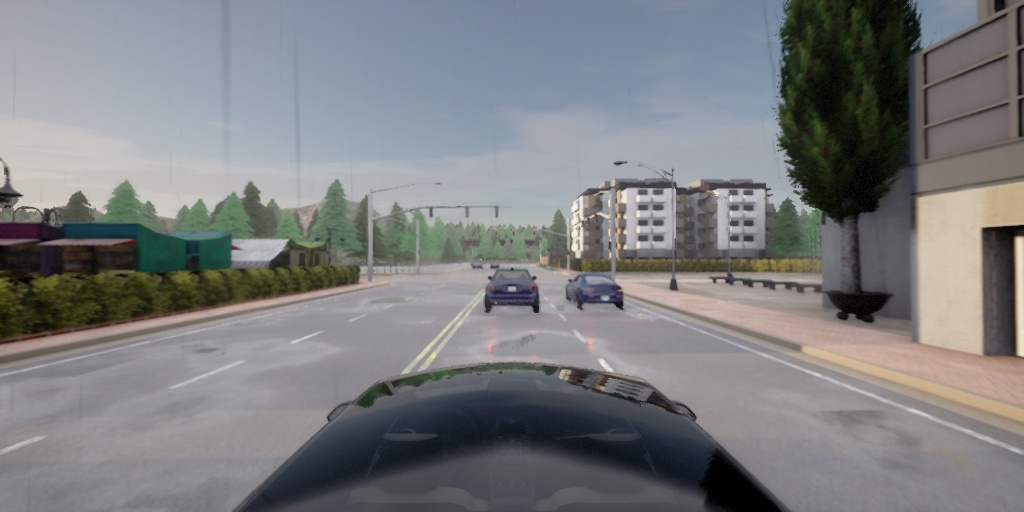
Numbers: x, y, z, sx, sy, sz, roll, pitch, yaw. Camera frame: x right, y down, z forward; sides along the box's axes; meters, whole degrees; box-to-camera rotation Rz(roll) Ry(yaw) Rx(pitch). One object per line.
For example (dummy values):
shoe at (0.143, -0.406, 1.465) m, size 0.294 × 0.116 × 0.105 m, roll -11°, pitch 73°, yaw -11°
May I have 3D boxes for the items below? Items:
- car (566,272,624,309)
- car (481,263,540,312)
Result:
car at (3.520, 1.429, 15.734) m, size 1.812 × 1.442 × 4.674 m, roll 0°, pitch 0°, yaw 0°
car at (0.017, 1.249, 15.261) m, size 2.097 × 1.767 × 4.553 m, roll 0°, pitch -1°, yaw 0°
